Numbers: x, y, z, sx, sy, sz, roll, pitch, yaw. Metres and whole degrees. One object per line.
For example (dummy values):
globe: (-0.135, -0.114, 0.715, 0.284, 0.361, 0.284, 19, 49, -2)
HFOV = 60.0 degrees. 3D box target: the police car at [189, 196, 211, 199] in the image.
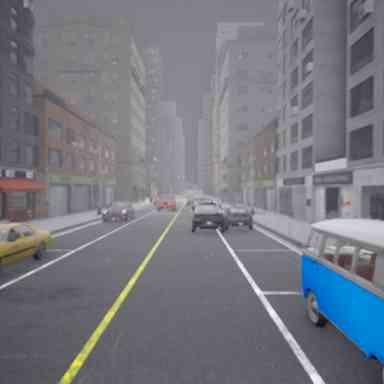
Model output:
police car: (0.896, 1.464, 30.223, 1.930, 1.638, 5.238, 0, 0, 0)

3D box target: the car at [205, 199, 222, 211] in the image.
car: (2.753, 1.605, 43.032, 1.887, 1.381, 4.507, -1, 0, 0)

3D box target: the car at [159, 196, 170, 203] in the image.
car: (-5.772, 1.667, 70.558, 2.008, 1.369, 4.403, -1, 0, 0)

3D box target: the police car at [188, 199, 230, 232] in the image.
police car: (0.900, 1.448, 20.222, 1.930, 1.638, 5.238, 0, 0, 0)

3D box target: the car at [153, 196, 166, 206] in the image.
car: (-5.774, 1.533, 59.547, 1.967, 1.590, 4.097, -1, 0, 0)

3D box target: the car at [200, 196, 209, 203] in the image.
car: (2.753, 1.673, 76.063, 1.887, 1.381, 4.507, -1, 0, 0)

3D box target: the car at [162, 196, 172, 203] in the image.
car: (-5.772, 1.673, 76.063, 1.887, 1.381, 4.507, -1, 0, 0)

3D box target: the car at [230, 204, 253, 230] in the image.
car: (2.752, 1.575, 21.011, 2.008, 1.369, 4.403, -1, 0, 0)

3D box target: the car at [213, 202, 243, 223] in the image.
car: (2.752, 1.577, 26.516, 1.887, 1.381, 4.507, -1, 0, 0)

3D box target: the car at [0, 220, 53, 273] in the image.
car: (-5.773, 1.535, 9.831, 1.752, 1.417, 4.829, -1, 0, 0)

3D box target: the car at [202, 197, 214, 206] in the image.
car: (2.753, 1.659, 59.547, 1.947, 1.339, 4.313, -1, 0, 0)

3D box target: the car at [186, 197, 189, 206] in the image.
car: (0.001, 1.610, 55.317, 1.812, 1.442, 4.674, 0, 0, 0)

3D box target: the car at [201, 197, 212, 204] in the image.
car: (2.753, 1.649, 65.052, 1.887, 1.381, 4.507, -1, 0, 0)

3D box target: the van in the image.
van: (2.750, 1.345, 4.496, 1.690, 1.788, 3.998, -1, 0, 0)

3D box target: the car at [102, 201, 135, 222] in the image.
car: (-5.774, 1.473, 26.517, 1.967, 1.590, 4.097, -1, 0, 0)

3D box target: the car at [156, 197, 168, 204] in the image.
car: (-5.772, 1.670, 65.053, 1.947, 1.339, 4.313, -1, 0, 0)

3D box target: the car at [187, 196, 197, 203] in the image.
car: (0.001, 1.560, 70.421, 2.128, 1.511, 4.902, 0, 0, 0)

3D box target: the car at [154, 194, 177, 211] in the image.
car: (-3.089, 1.277, 41.356, 2.150, 2.045, 5.566, 0, 0, 0)

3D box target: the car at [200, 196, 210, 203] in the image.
car: (2.753, 1.661, 70.557, 1.887, 1.381, 4.507, -1, 0, 0)

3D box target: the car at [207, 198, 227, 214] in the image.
car: (2.751, 1.491, 37.527, 1.967, 1.590, 4.097, -1, 0, 0)
